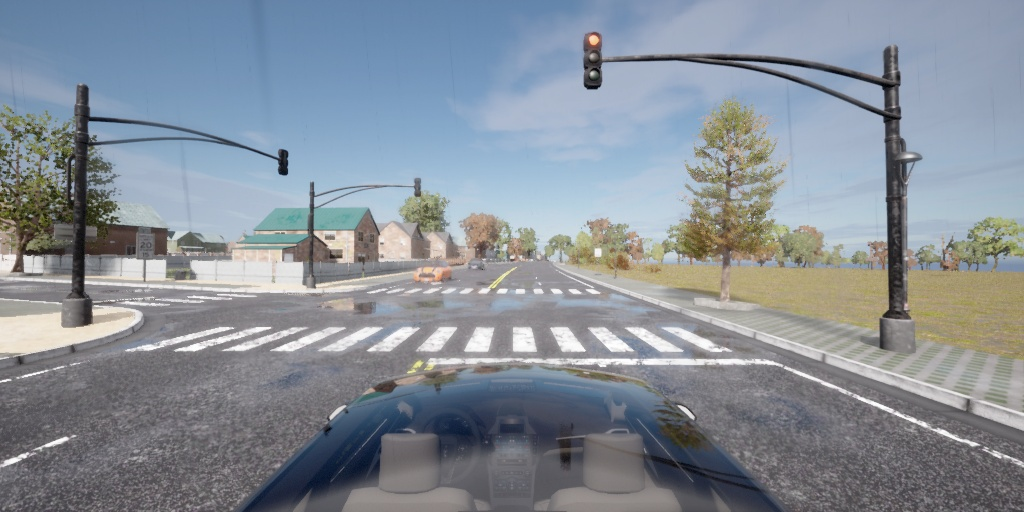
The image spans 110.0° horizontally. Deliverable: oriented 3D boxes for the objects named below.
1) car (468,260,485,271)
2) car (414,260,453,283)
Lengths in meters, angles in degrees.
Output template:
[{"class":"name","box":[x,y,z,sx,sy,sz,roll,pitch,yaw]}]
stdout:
[{"class":"car","box":[-5.014,1.352,51.050,1.812,1.442,4.674,0,0,3]},{"class":"car","box":[-6.039,1.124,27.904,2.097,1.767,4.553,0,0,2]}]
